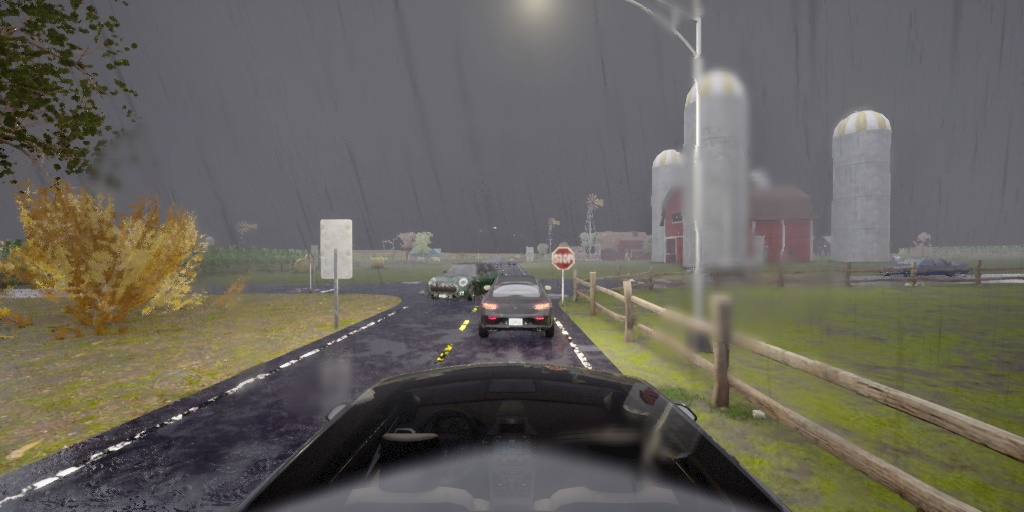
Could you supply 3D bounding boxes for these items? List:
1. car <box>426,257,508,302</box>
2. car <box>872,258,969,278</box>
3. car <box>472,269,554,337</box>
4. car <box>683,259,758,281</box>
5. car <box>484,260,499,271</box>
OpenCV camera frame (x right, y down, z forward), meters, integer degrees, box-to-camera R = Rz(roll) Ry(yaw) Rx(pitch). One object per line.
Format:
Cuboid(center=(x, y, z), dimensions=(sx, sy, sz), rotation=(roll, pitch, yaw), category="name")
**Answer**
Cuboid(center=(-2.148, 1.101, 17.208), dimensions=(2.097, 1.767, 4.553), rotation=(0, 0, 21), category="car")
Cuboid(center=(29.500, 0.831, 25.955), dimensions=(5.357, 1.411, 2.033), rotation=(-1, 1, 0), category="car")
Cuboid(center=(0.147, 1.274, 10.141), dimensions=(1.812, 1.442, 4.674), rotation=(0, 0, 2), category="car")
Cuboid(center=(14.995, 0.982, 25.860), dimensions=(4.902, 1.511, 2.128), rotation=(-1, 1, 0), category="car")
Cuboid(center=(-2.828, 1.270, 50.757), dimensions=(1.837, 1.490, 4.892), rotation=(0, 0, 1), category="car")
